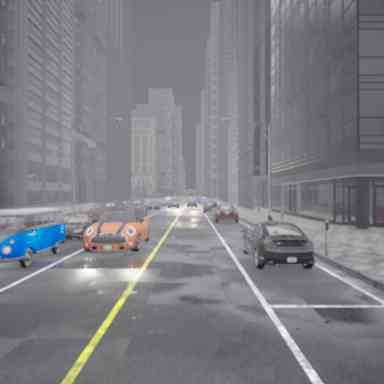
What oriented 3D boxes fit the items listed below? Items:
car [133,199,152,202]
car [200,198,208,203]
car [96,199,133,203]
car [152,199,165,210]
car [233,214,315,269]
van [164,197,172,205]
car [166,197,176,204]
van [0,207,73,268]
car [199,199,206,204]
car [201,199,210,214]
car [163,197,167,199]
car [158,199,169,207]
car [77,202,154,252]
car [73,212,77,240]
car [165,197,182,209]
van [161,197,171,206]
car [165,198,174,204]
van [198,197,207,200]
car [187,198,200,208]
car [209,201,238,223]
[{"bbox_3d":[-5.740,1.641,33.955,2.192,1.841,5.009,0,-1,0],"label":"car"},{"bbox_3d":[2.804,2.091,56.513,1.887,1.381,4.507,0,-1,0],"label":"car"},{"bbox_3d":[-5.748,1.531,22.674,2.192,1.841,5.009,0,-1,0],"label":"car"},{"bbox_3d":[-5.725,2.057,50.874,1.947,1.339,4.313,0,-1,0],"label":"car"},{"bbox_3d":[2.769,1.659,11.391,2.008,1.369,4.403,0,-1,0],"label":"car"},{"bbox_3d":[-5.704,2.107,79.079,1.690,1.788,3.998,0,-1,0],"label":"van"},{"bbox_3d":[-5.695,2.191,90.361,2.192,1.841,5.009,0,-1,0],"label":"car"},{"bbox_3d":[-5.757,1.449,11.393,1.690,1.788,3.998,0,-1,0],"label":"van"},{"bbox_3d":[2.832,2.458,90.355,1.802,1.307,4.206,0,-1,0],"label":"car"},{"bbox_3d":[2.385,1.930,41.978,1.812,1.442,4.674,0,-1,0],"label":"car"},{"bbox_3d":[-5.716,2.152,62.155,2.008,1.369,4.403,0,-1,0],"label":"car"},{"bbox_3d":[-5.712,2.180,67.626,1.752,1.417,4.829,0,-1,0],"label":"car"},{"bbox_3d":[-3.087,1.489,14.467,2.097,1.767,4.553,0,-1,0],"label":"car"},{"bbox_3d":[-5.752,1.712,17.031,2.008,1.369,4.403,0,-1,0],"label":"car"},{"bbox_3d":[-3.022,2.040,55.416,1.837,1.490,4.892,0,-1,0],"label":"car"},{"bbox_3d":[-5.708,2.052,73.438,1.690,1.788,3.998,0,-1,0],"label":"van"},{"bbox_3d":[-5.699,2.261,84.718,1.967,1.590,4.097,0,-1,0],"label":"car"},{"bbox_3d":[2.817,2.052,73.436,1.690,1.788,3.998,0,-1,0],"label":"van"},{"bbox_3d":[0.048,2.180,59.901,1.895,1.301,4.718,0,-1,0],"label":"car"},{"bbox_3d":[2.782,1.711,28.312,1.967,1.590,4.097,0,-1,0],"label":"car"}]
